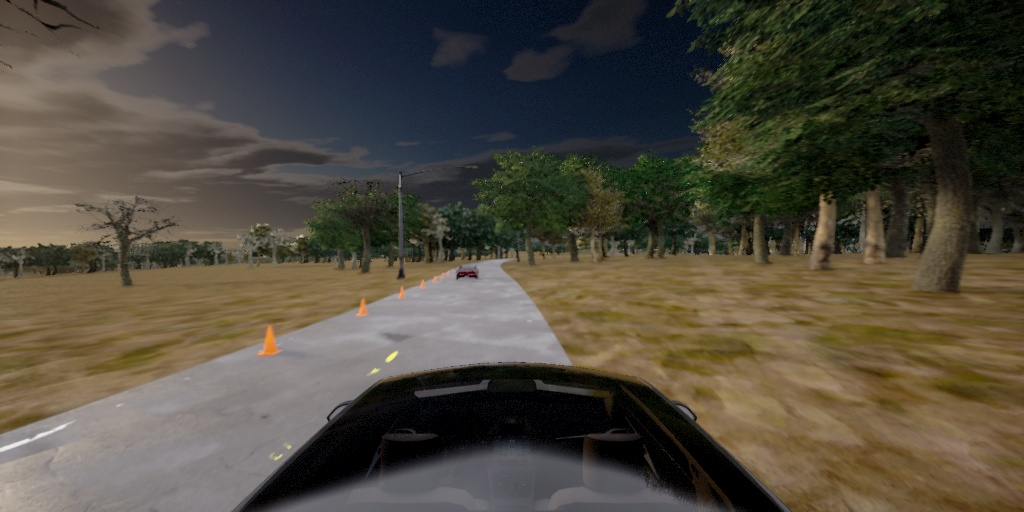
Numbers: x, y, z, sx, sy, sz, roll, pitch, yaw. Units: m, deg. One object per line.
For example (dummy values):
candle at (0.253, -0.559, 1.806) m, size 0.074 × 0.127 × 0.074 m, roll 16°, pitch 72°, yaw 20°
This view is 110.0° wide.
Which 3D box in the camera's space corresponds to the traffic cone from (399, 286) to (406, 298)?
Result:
traffic cone at (-5.361, 1.753, 17.501) m, size 0.340 × 0.580 × 0.340 m, roll 0°, pitch 0°, yaw -2°

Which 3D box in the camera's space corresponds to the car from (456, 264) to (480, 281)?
car at (-3.721, 1.346, 30.479) m, size 1.895 × 1.301 × 4.718 m, roll -1°, pitch 0°, yaw -4°

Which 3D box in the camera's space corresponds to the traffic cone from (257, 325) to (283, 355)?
traffic cone at (-5.107, 1.755, 7.577) m, size 0.340 × 0.580 × 0.340 m, roll 0°, pitch 0°, yaw -1°

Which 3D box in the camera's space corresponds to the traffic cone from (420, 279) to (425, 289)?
traffic cone at (-5.590, 1.747, 22.459) m, size 0.340 × 0.580 × 0.340 m, roll 0°, pitch 0°, yaw -3°

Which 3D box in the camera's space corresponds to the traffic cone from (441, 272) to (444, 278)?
traffic cone at (-6.251, 1.721, 32.370) m, size 0.340 × 0.580 × 0.340 m, roll 0°, pitch 0°, yaw -4°

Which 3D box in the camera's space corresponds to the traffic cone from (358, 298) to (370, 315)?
traffic cone at (-5.200, 1.755, 12.540) m, size 0.340 × 0.580 × 0.340 m, roll 0°, pitch 0°, yaw -1°

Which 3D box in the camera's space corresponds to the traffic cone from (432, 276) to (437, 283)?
traffic cone at (-5.886, 1.736, 27.413) m, size 0.340 × 0.580 × 0.340 m, roll 0°, pitch 0°, yaw -4°

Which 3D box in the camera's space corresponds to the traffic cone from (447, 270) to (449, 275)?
traffic cone at (-6.640, 1.702, 37.356) m, size 0.340 × 0.580 × 0.340 m, roll 0°, pitch 0°, yaw -5°
